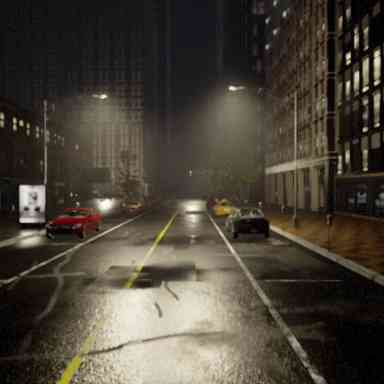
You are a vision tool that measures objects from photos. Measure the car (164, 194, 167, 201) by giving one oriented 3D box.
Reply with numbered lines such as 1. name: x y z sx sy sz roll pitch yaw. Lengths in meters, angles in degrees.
1. car: -5.771 1.169 55.217 1.947 1.339 4.313 0 0 0

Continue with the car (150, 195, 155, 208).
1. car: -5.707 1.302 38.646 1.802 1.307 4.206 0 0 0

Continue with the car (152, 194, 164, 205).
1. car: -5.711 1.082 49.693 1.967 1.590 4.097 0 0 0

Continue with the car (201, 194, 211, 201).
1. car: 2.794 1.107 66.273 1.802 1.307 4.206 0 0 0

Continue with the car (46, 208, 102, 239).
1. car: -5.699 1.460 16.550 1.802 1.307 4.206 0 0 0

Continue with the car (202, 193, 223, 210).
1. car: 2.672 1.035 38.651 2.192 1.841 5.009 0 0 0

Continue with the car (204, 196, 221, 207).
1. car: 2.671 1.226 44.177 1.887 1.381 4.507 0 0 0

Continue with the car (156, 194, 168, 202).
1. car: -5.845 1.080 64.894 1.887 1.381 4.507 0 0 0

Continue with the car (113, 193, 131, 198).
1. car: -18.550 0.871 88.610 4.403 1.369 2.008 0 1 1

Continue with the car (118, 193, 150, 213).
1. car: -5.706 1.199 33.121 1.967 1.590 4.097 0 0 0

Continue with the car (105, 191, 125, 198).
1. car: -18.634 0.739 80.227 5.009 1.841 2.192 0 1 1

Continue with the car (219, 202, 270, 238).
1. car: 2.681 1.429 16.556 2.008 1.369 4.403 0 0 0

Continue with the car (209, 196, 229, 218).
1. car: 2.677 1.323 27.774 1.752 1.417 4.829 0 0 0

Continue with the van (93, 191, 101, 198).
1. van: -24.175 0.757 80.283 3.998 1.788 1.690 0 1 1
